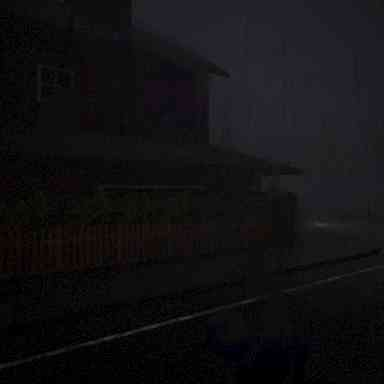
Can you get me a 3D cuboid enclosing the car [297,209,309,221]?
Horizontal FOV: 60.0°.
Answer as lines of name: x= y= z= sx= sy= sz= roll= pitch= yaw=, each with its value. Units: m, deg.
car: x=6.244 y=1.437 z=23.931 sx=1.994 sy=1.385 sz=4.181 roll=0 pitch=0 yaw=-35
